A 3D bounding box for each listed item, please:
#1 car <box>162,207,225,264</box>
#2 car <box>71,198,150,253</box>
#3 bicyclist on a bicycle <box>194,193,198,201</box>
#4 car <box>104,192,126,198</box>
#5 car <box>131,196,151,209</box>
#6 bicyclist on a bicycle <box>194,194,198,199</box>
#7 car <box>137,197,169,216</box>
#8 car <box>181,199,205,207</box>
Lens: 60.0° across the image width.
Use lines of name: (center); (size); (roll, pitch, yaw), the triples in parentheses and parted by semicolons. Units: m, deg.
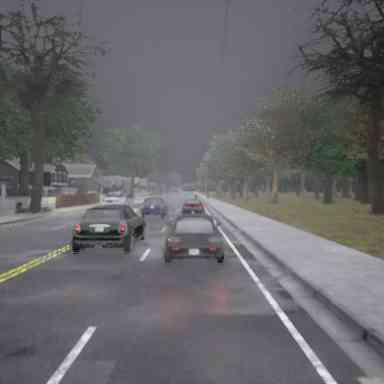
car: (0.078, 1.476, 11.516); (1.812, 1.442, 4.674); (0, 0, 0)
car: (-3.170, 1.295, 13.550); (2.097, 1.767, 4.553); (0, 0, 0)
bicyclist on a bicycle: (0.874, 1.116, 75.941); (0.866, 1.612, 1.509); (0, 0, 0)
car: (-9.852, 1.041, 42.457); (2.150, 2.045, 5.566); (0, 0, 0)
car: (-6.599, 1.341, 43.545); (1.812, 1.442, 4.674); (0, 0, 0)
bicyclist on a bicycle: (0.880, 1.168, 66.944); (0.582, 1.620, 1.656); (0, 0, 0)
car: (-3.173, 1.231, 28.701); (2.097, 1.767, 4.553); (0, 0, 0)
car: (0.080, 1.382, 29.101); (1.837, 1.490, 4.892); (0, 0, 0)
